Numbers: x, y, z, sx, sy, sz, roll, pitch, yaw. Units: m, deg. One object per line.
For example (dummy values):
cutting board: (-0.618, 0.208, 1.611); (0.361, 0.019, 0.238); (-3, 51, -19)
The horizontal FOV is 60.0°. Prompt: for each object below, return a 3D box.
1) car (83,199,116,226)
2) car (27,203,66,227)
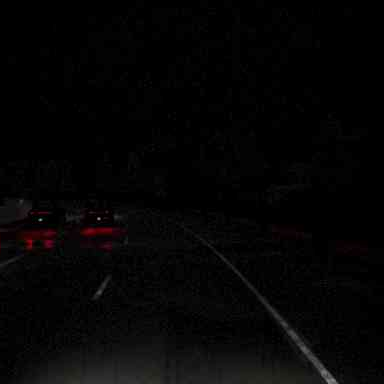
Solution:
car: (-6.512, 1.516, 23.633); (2.128, 1.511, 4.902); (0, 0, -13)
car: (-9.951, 1.525, 22.991); (2.128, 1.511, 4.902); (0, 0, -13)
